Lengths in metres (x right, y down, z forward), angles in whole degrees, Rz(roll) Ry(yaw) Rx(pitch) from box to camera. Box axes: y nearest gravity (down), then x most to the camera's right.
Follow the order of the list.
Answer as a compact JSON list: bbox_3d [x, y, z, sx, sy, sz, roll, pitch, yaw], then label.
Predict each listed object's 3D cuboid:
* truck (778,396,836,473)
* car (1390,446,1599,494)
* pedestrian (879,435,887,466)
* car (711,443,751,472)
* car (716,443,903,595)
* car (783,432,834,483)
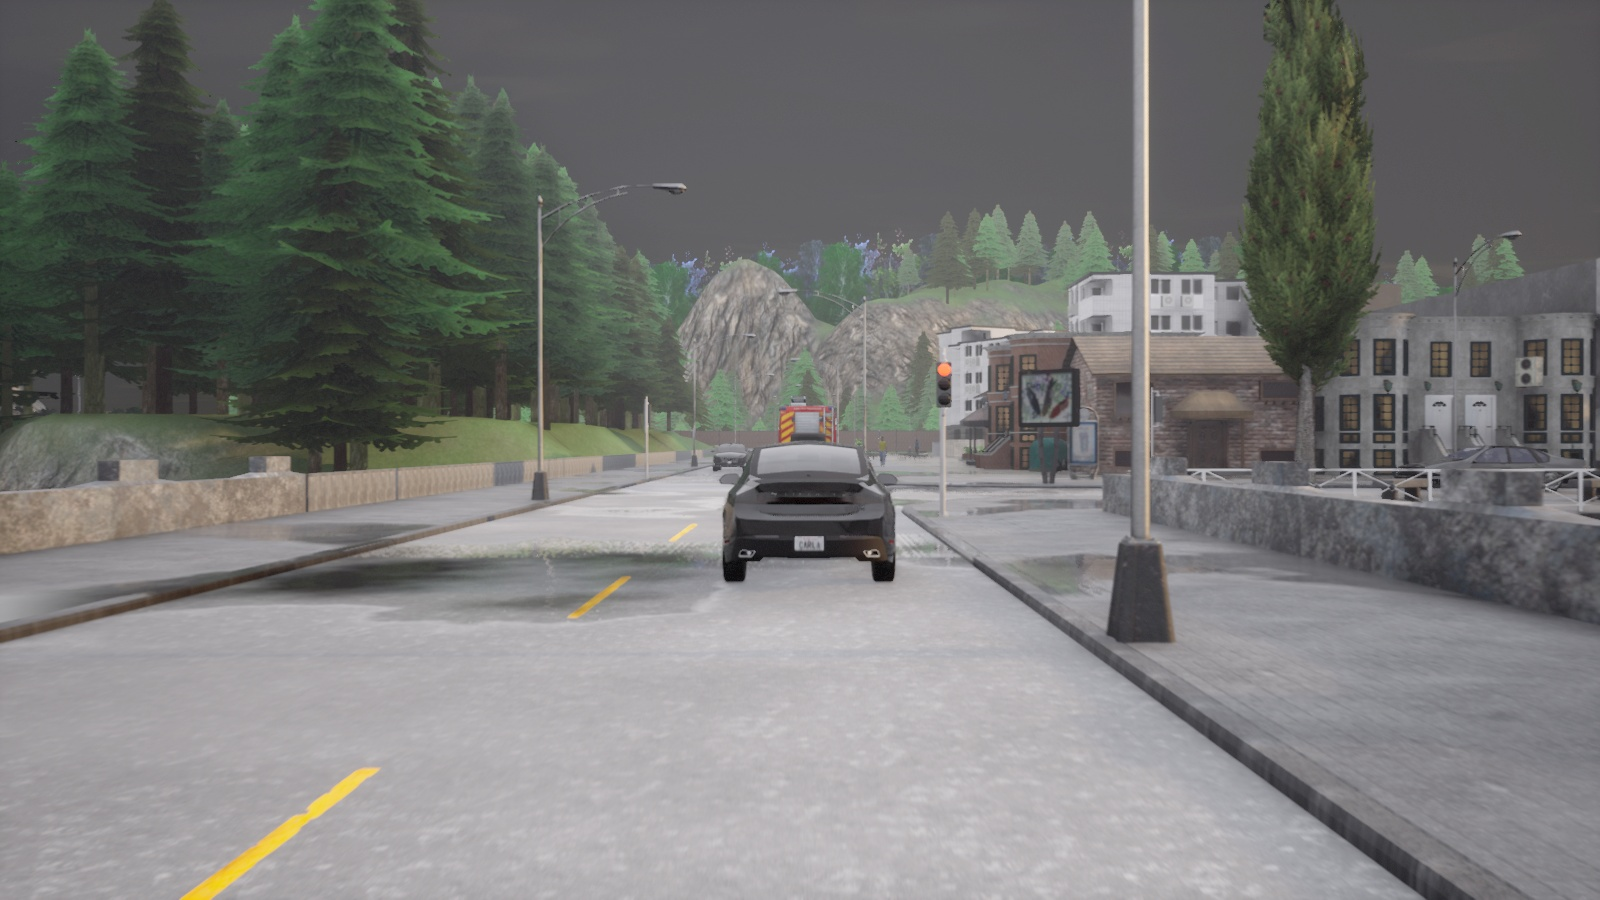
[{"bbox_3d":[0.392,-0.794,66.669,2.891,3.827,8.468,0,0,0],"label":"truck"},{"bbox_3d":[21.349,0.593,38.715,5.357,1.411,2.033,0,0,0],"label":"car"},{"bbox_3d":[4.970,0.034,75.009,0.354,1.836,0.706,0,0,-8],"label":"pedestrian"},{"bbox_3d":[-3.607,0.374,66.526,1.837,1.490,4.892,0,0,0],"label":"car"},{"bbox_3d":[0.100,0.668,14.814,1.837,1.490,4.892,0,0,0],"label":"car"},{"bbox_3d":[0.281,0.267,48.948,1.905,1.878,3.866,0,0,-1],"label":"car"}]
